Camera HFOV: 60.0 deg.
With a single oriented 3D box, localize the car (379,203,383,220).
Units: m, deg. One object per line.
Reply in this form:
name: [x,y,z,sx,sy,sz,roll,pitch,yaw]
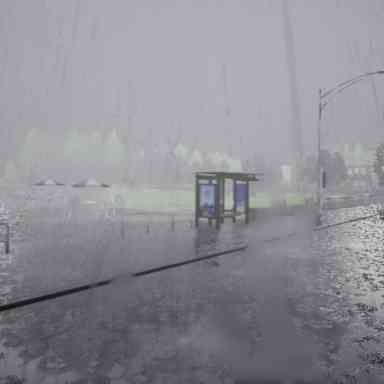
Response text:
car: [14.552,1.166,23.211,1.837,1.490,4.892,2,2,41]
